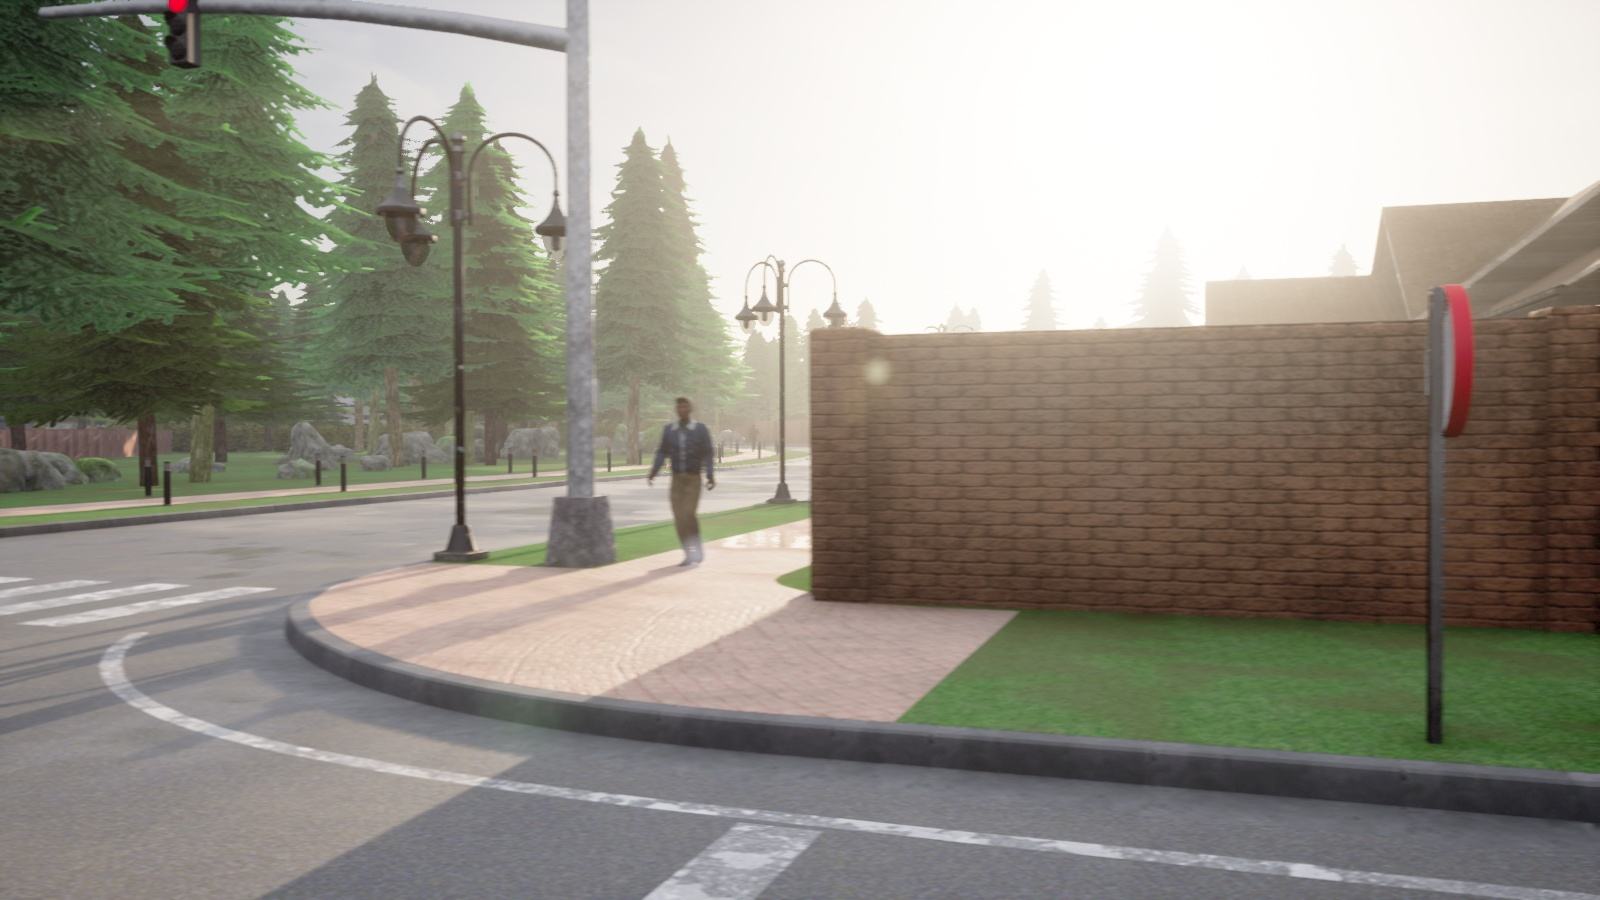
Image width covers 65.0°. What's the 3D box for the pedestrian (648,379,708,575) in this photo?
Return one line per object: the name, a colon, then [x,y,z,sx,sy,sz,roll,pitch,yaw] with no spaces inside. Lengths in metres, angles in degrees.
pedestrian: [-1.251,0.265,12.935,0.423,1.949,0.788,0,1,9]
